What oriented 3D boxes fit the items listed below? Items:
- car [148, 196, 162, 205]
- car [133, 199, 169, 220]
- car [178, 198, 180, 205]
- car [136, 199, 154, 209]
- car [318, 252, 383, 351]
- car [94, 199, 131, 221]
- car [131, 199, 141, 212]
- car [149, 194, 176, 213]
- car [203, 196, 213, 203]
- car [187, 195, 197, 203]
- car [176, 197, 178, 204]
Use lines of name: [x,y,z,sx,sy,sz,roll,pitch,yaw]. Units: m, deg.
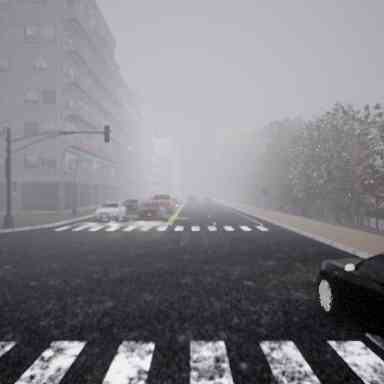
car: [-6.518,1.511,58.429,1.882,1.535,5.008,0,0,0]
car: [-3.344,1.574,28.000,1.994,1.385,4.181,0,0,1]
car: [-3.270,1.599,59.923,1.994,1.385,4.181,0,0,0]
car: [-6.586,1.624,46.869,1.895,1.301,4.718,0,0,0]
car: [3.351,1.478,4.439,1.882,1.535,5.008,0,0,0]
car: [-6.602,1.535,27.388,1.812,1.442,4.674,0,0,0]
car: [-6.599,1.493,36.576,1.882,1.535,5.008,0,0,0]
car: [-3.350,1.237,37.357,2.150,2.045,5.566,0,0,0]
car: [3.248,1.560,68.732,2.128,1.511,4.902,0,0,0]
car: [-0.003,1.398,68.592,2.097,1.767,4.553,0,0,0]
car: [-3.336,1.550,47.492,1.812,1.442,4.674,0,0,0]
